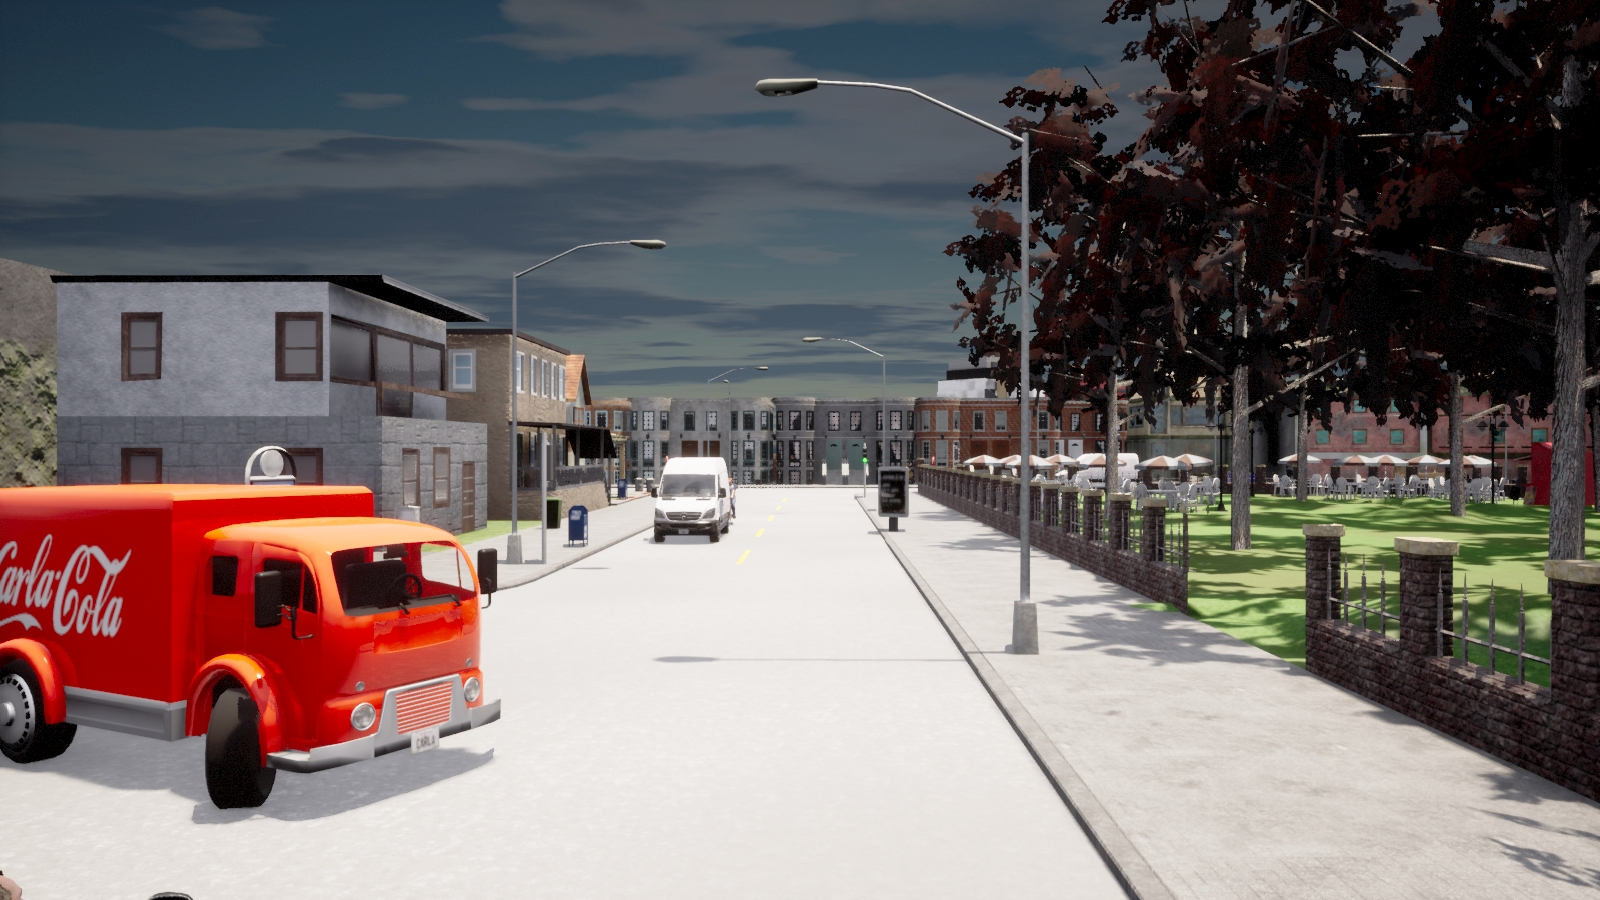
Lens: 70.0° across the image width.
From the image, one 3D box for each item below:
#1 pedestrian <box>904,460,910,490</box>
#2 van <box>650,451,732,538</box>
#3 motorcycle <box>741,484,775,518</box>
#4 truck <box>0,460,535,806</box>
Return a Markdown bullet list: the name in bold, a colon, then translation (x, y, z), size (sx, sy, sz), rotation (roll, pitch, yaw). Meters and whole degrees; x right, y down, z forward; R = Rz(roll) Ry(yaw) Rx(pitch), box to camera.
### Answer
- **pedestrian**: translation (6.572, 1.516, 70.272), size (0.375, 1.860, 0.375), rotation (0, 0, 3)
- **van**: translation (-3.393, 1.314, 36.728), size (1.988, 2.561, 5.915), rotation (0, 0, 1)
- **motorcycle**: translation (-1.677, 1.985, 45.065), size (0.867, 1.251, 2.209), rotation (0, 0, -15)
- **truck**: translation (-5.367, 1.349, 10.685), size (5.204, 2.467, 2.627), rotation (0, 0, 29)
